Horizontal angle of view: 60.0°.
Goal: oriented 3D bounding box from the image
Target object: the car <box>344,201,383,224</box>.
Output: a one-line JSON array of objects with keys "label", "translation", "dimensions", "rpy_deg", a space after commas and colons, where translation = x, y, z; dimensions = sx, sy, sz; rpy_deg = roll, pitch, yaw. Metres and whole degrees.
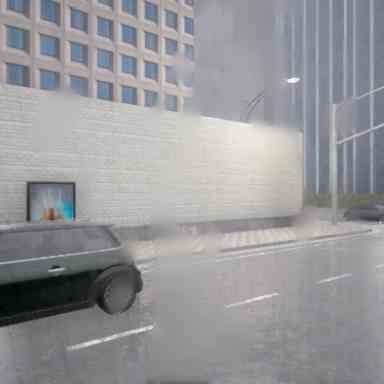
[{"label": "car", "translation": [13.515, 1.615, 24.587], "dimensions": [1.994, 1.385, 4.181], "rpy_deg": [0, 0, -36]}]

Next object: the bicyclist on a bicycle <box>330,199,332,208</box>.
[{"label": "bicyclist on a bicycle", "translation": [18.685, 1.356, 43.961], "dimensions": [1.656, 1.620, 0.582], "rpy_deg": [0, 0, -36]}]

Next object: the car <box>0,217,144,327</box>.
[{"label": "car", "translation": [-3.248, 1.352, 5.982], "dimensions": [4.553, 1.767, 2.097], "rpy_deg": [0, 0, -36]}]

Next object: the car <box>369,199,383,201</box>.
[{"label": "car", "translation": [16.407, 1.404, 27.025], "dimensions": [2.097, 1.767, 4.553], "rpy_deg": [0, 0, -40]}]
